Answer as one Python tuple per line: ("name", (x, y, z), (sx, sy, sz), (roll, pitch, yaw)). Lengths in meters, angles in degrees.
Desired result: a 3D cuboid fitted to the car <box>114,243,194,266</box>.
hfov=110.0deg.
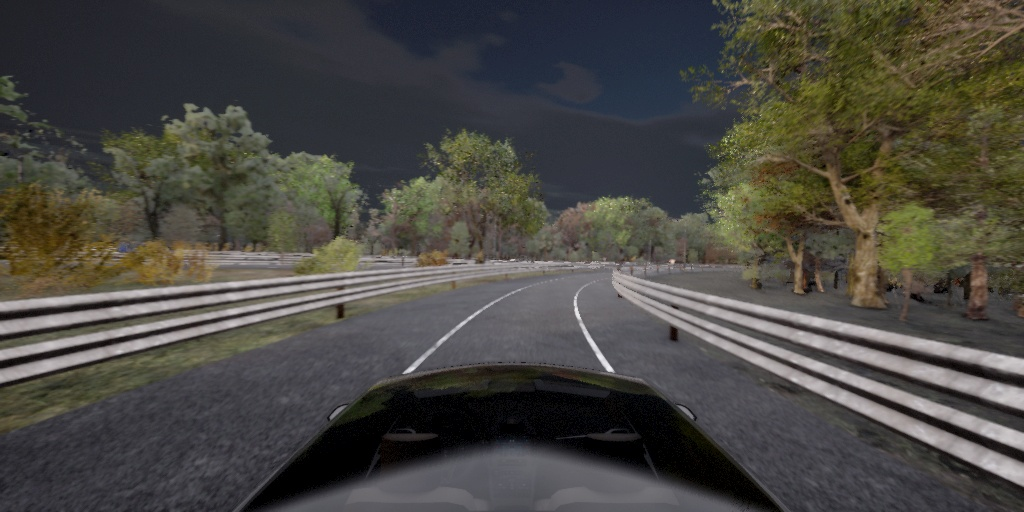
("car", (-33.536, -0.165, 33.920), (5.566, 2.045, 2.150), (2, 0, -39))
